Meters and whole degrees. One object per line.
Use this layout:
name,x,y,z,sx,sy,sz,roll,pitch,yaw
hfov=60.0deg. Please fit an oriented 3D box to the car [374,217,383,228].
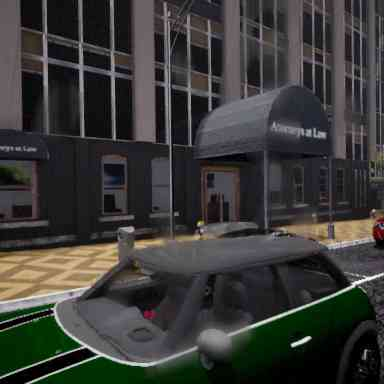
car,9.650,1.310,14.066,5.009,1.841,2.192,0,-1,-37

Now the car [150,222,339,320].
car,1.380,1.564,7.856,4.313,1.339,1.947,0,-1,-37

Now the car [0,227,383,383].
car,-0.089,1.351,3.332,4.553,1.767,2.097,0,0,-37
